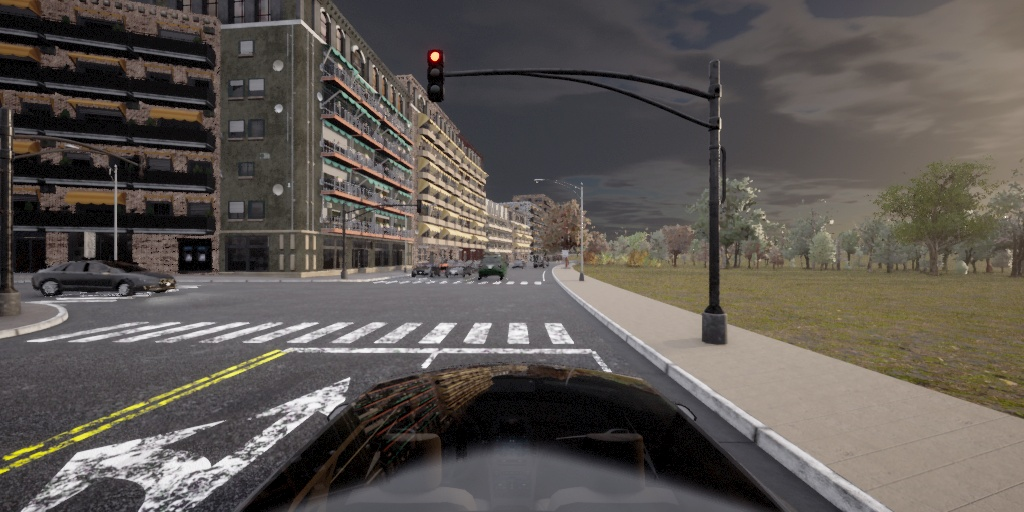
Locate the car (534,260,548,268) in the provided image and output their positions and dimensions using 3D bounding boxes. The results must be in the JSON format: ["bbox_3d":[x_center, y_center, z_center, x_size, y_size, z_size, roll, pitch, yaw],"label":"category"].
[{"bbox_3d":[5.014,1.448,64.891,1.837,1.490,4.892,0,0,9],"label":"car"}]

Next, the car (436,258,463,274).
[{"bbox_3d":[-7.583,1.195,43.742,2.097,1.767,4.553,0,0,6],"label":"car"}]

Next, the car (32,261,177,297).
[{"bbox_3d":[-17.864,0.991,15.911,4.892,1.490,1.837,1,-1,-5],"label":"car"}]

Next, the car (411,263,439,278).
[{"bbox_3d":[-8.364,1.375,35.322,1.994,1.385,4.181,0,0,5],"label":"car"}]

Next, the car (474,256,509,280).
[{"bbox_3d":[-1.687,1.022,32.077,2.150,2.045,5.566,0,0,2],"label":"car"}]

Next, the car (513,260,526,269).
[{"bbox_3d":[1.332,1.469,61.436,2.033,1.411,5.357,0,0,8],"label":"car"}]

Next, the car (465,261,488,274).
[{"bbox_3d":[-4.271,1.351,44.254,1.837,1.490,4.892,0,0,6],"label":"car"}]

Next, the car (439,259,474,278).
[{"bbox_3d":[-5.134,1.302,34.951,2.128,1.511,4.902,0,0,5],"label":"car"}]
